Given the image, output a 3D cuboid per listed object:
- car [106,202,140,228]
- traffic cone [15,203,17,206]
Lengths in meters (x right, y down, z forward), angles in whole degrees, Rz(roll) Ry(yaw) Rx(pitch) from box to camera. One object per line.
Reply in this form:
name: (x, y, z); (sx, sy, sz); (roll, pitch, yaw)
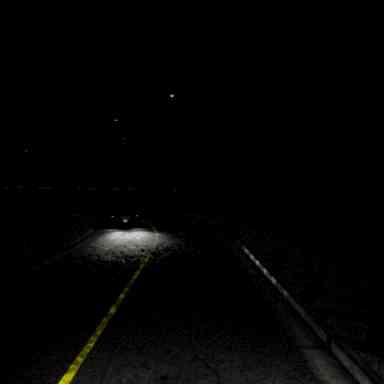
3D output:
car: (-4.631, 1.455, 22.124); (2.128, 1.511, 4.902); (0, 0, -16)
traffic cone: (-23.677, 1.669, 44.797); (0.340, 0.580, 0.340); (1, 1, 28)
